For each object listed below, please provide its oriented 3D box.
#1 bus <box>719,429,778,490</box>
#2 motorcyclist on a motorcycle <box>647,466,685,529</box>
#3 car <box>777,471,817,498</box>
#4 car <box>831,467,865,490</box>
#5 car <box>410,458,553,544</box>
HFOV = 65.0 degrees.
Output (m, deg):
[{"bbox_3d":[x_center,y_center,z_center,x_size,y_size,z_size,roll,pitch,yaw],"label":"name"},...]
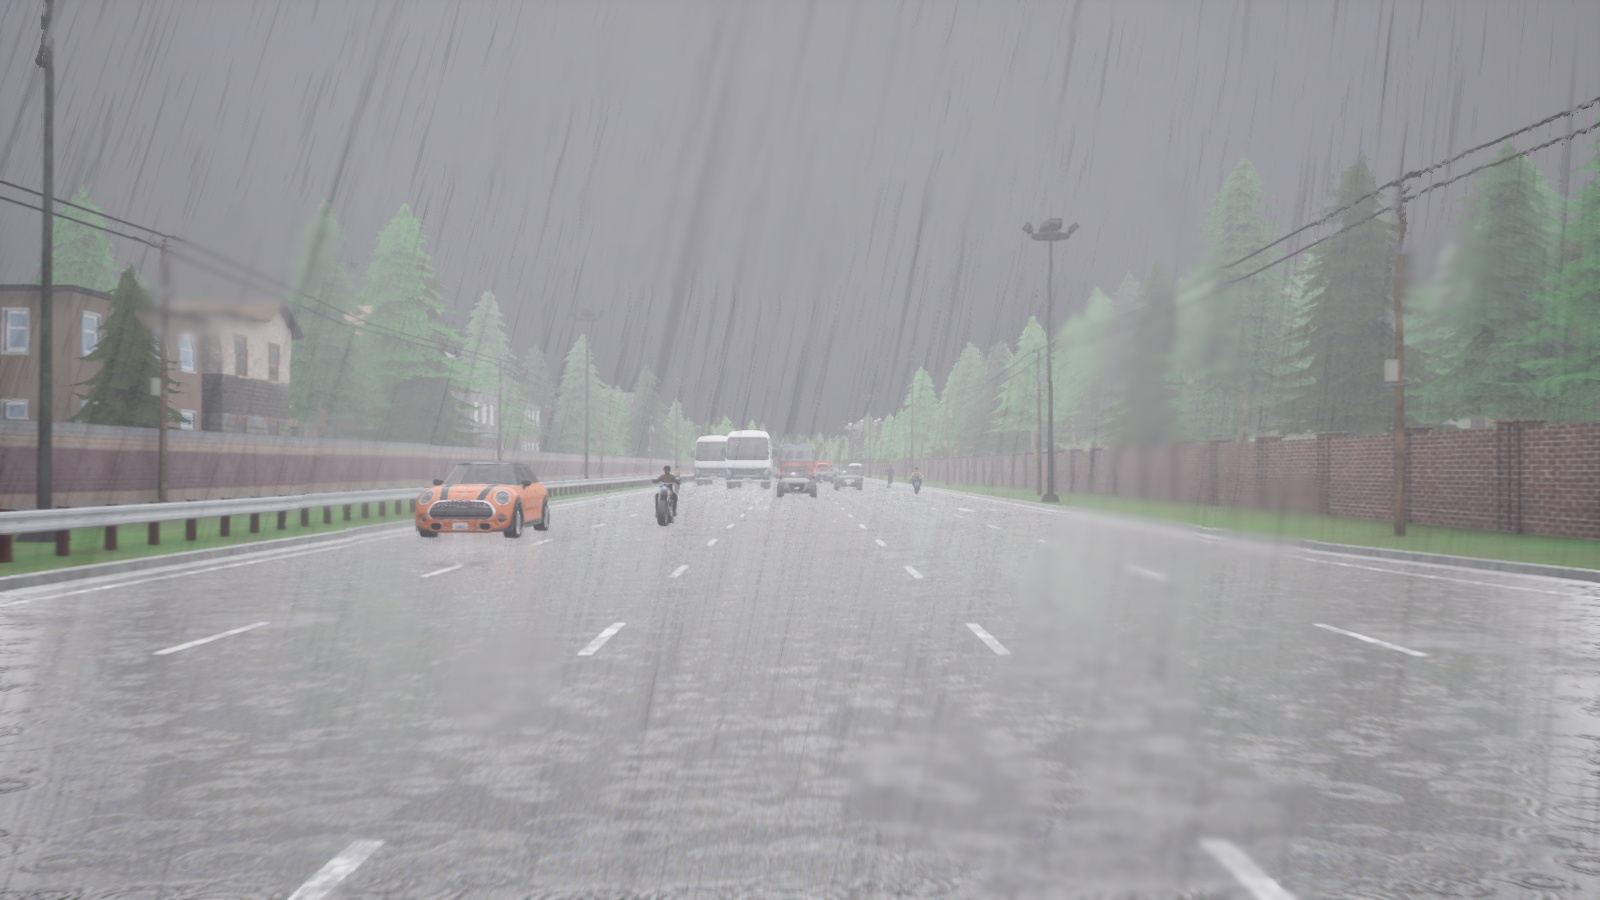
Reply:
[{"bbox_3d":[-3.731,0.756,93.735,3.944,4.253,10.273,0,-1,0],"label":"bus"},{"bbox_3d":[-3.580,1.246,33.770,0.766,1.649,2.350,0,-1,0],"label":"motorcyclist on a motorcycle"},{"bbox_3d":[-0.154,1.794,65.961,1.994,1.385,4.181,0,-1,0],"label":"car"},{"bbox_3d":[3.298,1.956,86.261,2.128,1.511,4.902,0,-1,0],"label":"car"},{"bbox_3d":[-7.067,1.093,28.397,2.097,1.767,4.553,0,-1,0],"label":"car"}]
